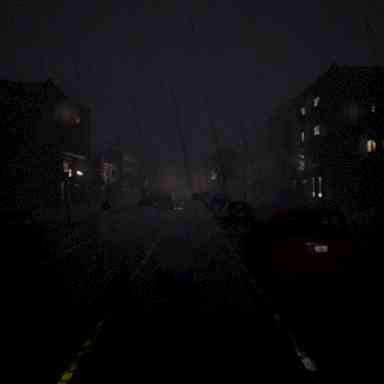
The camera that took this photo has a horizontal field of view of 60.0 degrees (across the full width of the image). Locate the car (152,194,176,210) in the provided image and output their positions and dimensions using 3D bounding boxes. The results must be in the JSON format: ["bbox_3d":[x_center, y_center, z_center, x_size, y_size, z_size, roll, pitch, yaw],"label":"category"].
[{"bbox_3d":[-3.115,1.246,38.326,1.812,1.442,4.674,0,0,0],"label":"car"}]

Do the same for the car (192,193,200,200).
[{"bbox_3d":[0.844,0.950,76.043,1.837,1.490,4.892,0,0,0],"label":"car"}]

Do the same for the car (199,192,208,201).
[{"bbox_3d":[2.644,1.150,59.220,1.802,1.307,4.206,-1,0,0],"label":"car"}]

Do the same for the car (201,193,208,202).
[{"bbox_3d":[2.653,1.231,48.123,1.802,1.307,4.206,-1,0,0],"label":"car"}]

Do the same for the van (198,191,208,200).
[{"bbox_3d":[2.638,0.868,64.766,1.690,1.788,3.998,-1,0,0],"label":"van"}]

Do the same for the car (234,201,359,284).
[{"bbox_3d":[2.677,1.247,9.284,2.192,1.841,5.009,-1,0,0],"label":"car"}]

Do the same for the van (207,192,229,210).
[{"bbox_3d":[2.662,1.112,31.477,1.690,1.788,3.998,-1,0,0],"label":"van"}]

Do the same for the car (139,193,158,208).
[{"bbox_3d":[-5.724,1.241,42.567,2.008,1.369,4.403,-1,0,0],"label":"car"}]

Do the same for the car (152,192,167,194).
[{"bbox_3d":[-5.734,0.924,53.662,2.192,1.841,5.009,-1,0,0],"label":"car"}]

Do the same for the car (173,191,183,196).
[{"bbox_3d":[-3.058,0.540,78.754,1.837,1.490,4.892,0,0,0],"label":"car"}]

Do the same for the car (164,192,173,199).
[{"bbox_3d":[-5.753,0.845,81.403,1.967,1.590,4.097,-1,0,0],"label":"car"}]

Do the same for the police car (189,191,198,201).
[{"bbox_3d":[0.852,0.942,66.153,1.930,1.638,5.238,0,0,0],"label":"police car"}]

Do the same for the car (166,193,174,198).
[{"bbox_3d":[-5.756,0.909,86.953,1.887,1.381,4.507,-1,0,0],"label":"car"}]

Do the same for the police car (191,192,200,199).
[{"bbox_3d":[0.840,0.825,82.154,1.930,1.638,5.238,0,0,0],"label":"police car"}]

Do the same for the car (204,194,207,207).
[{"bbox_3d":[2.660,1.275,37.027,1.887,1.381,4.507,-1,0,0],"label":"car"}]

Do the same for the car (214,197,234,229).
[{"bbox_3d":[2.671,1.292,20.381,1.967,1.590,4.097,-1,0,0],"label":"car"}]

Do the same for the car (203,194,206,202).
[{"bbox_3d":[2.656,1.271,42.575,1.802,1.307,4.206,-1,0,0],"label":"car"}]

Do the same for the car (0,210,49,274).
[{"bbox_3d":[-5.701,1.373,9.276,1.967,1.590,4.097,-1,0,0],"label":"car"}]

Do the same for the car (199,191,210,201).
[{"bbox_3d":[2.634,0.802,70.314,2.192,1.841,5.009,-1,0,0],"label":"car"}]

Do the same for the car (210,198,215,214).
[{"bbox_3d":[2.669,1.393,25.931,1.802,1.307,4.206,-1,0,0],"label":"car"}]
